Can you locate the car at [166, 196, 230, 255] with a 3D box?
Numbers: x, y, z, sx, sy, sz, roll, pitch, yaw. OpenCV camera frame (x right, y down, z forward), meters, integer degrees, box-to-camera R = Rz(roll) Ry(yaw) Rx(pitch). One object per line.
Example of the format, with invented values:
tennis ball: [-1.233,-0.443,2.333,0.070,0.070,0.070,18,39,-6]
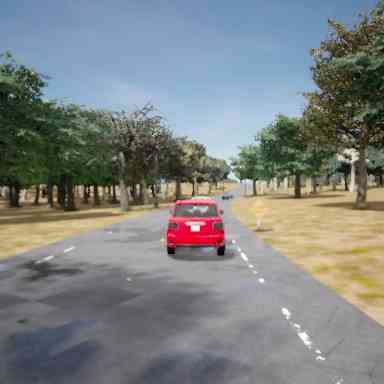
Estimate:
car: [0.193,1.335,13.940,2.150,2.045,5.566,0,0,2]

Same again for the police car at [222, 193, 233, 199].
police car: [9.070,1.369,88.943,1.930,1.638,5.238,0,1,10]

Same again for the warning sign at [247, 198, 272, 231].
warning sign: [3.940,1.281,19.616,1.300,1.860,1.060,0,0,2]

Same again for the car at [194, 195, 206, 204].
car: [1.700,1.525,72.013,2.097,1.767,4.553,0,0,8]
